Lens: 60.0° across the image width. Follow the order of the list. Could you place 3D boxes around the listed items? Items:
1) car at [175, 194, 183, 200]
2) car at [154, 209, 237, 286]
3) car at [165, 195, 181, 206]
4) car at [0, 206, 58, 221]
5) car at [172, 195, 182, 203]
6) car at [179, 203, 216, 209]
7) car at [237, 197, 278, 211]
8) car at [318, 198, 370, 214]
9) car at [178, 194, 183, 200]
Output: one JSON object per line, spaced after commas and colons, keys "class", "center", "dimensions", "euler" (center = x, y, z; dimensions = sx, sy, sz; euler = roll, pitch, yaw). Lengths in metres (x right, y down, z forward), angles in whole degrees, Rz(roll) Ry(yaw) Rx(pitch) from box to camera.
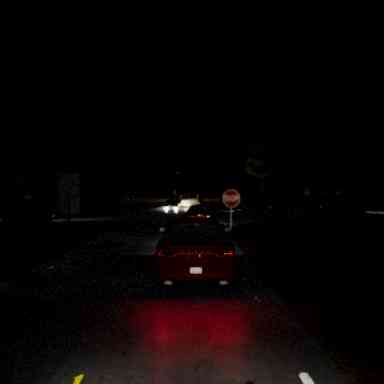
{"class": "car", "center": [-3.378, 1.327, 85.747], "dimensions": [1.994, 1.385, 4.181], "euler": [0, 0, -1]}
{"class": "car", "center": [0.072, 1.462, 9.361], "dimensions": [1.882, 1.535, 5.008], "euler": [0, 0, 0]}
{"class": "car", "center": [-3.127, 1.548, 52.319], "dimensions": [1.895, 1.301, 4.718], "euler": [0, 0, -1]}
{"class": "car", "center": [-14.448, 1.855, 29.515], "dimensions": [4.718, 1.301, 1.895], "euler": [-1, 1, 4]}
{"class": "car", "center": [-3.246, 1.430, 71.646], "dimensions": [1.882, 1.535, 5.008], "euler": [0, 0, -1]}
{"class": "car", "center": [0.692, 1.475, 20.120], "dimensions": [1.837, 1.490, 4.892], "euler": [0, 0, 10]}
{"class": "car", "center": [6.858, 1.257, 34.855], "dimensions": [4.181, 1.385, 1.994], "euler": [-1, 2, 21]}
{"class": "car", "center": [13.568, 1.215, 29.880], "dimensions": [4.181, 1.385, 1.994], "euler": [-1, 1, 0]}
{"class": "car", "center": [-3.189, 1.300, 61.306], "dimensions": [2.097, 1.767, 4.553], "euler": [0, 0, 0]}
